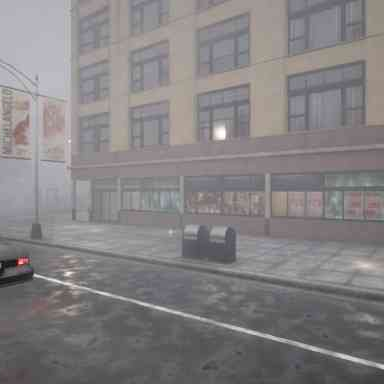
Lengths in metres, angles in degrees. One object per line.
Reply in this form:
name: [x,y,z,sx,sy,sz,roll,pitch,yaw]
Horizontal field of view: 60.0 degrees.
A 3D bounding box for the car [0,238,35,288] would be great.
car: [-6.030,1.547,8.165,5.357,1.411,2.033,0,0,35]
